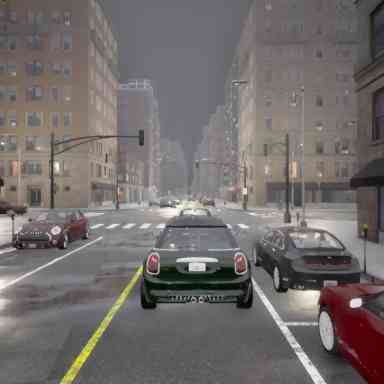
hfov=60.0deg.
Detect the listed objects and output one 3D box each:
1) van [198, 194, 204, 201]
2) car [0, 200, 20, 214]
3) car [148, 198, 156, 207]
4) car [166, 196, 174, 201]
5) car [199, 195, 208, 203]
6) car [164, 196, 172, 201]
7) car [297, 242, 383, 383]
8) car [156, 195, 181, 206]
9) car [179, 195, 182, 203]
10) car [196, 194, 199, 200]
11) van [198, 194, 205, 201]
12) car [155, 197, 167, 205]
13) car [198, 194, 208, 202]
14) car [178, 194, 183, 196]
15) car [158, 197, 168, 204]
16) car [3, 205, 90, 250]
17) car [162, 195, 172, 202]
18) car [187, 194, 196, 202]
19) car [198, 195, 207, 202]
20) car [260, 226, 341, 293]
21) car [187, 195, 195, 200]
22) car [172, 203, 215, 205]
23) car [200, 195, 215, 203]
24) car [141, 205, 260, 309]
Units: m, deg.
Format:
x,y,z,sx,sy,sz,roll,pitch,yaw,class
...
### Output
x,y,z,sx,sy,sz,roll,pitch,yaw,class
2.415,1.504,91.122,1.690,1.788,3.998,0,0,0,van
-17.594,1.403,30.197,5.008,1.535,1.882,0,0,-2,car
-5.847,1.595,52.517,2.008,1.369,4.403,0,0,0,car
-6.111,1.728,91.073,1.947,1.339,4.313,0,0,0,car
2.528,1.541,74.601,1.967,1.590,4.097,0,0,0,car
-6.073,1.721,85.565,1.802,1.307,4.206,0,0,0,car
2.684,1.545,3.154,1.887,1.381,4.507,0,0,0,car
-3.245,1.583,46.255,2.033,1.411,5.357,0,0,4,car
-3.114,1.658,58.391,1.895,1.301,4.718,0,0,0,car
2.566,1.399,69.094,2.192,1.841,5.009,0,0,0,car
2.453,1.481,85.615,1.690,1.788,3.998,0,0,0,van
-5.922,1.613,63.533,1.887,1.381,4.507,0,0,0,car
2.602,1.595,63.756,1.752,1.417,4.829,0,0,0,car
-3.110,1.588,69.549,1.837,1.490,4.892,0,0,0,car
-5.960,1.665,69.041,1.802,1.307,4.206,0,0,0,car
-5.813,1.445,14.156,1.967,1.590,4.097,0,0,0,car
-6.035,1.559,80.058,1.967,1.590,4.097,0,0,0,car
-0.181,1.707,80.076,1.895,1.301,4.718,0,0,0,car
2.491,1.559,80.107,1.967,1.590,4.097,0,0,0,car
2.698,1.553,8.645,2.008,1.369,4.403,0,0,0,car
-0.249,1.543,90.051,1.994,1.385,4.181,0,0,0,car
0.139,1.497,15.345,2.128,1.511,4.902,0,0,0,car
2.679,1.590,52.572,1.887,1.381,4.507,0,0,0,car
0.069,1.355,8.043,2.097,1.767,4.553,0,0,-1,car
